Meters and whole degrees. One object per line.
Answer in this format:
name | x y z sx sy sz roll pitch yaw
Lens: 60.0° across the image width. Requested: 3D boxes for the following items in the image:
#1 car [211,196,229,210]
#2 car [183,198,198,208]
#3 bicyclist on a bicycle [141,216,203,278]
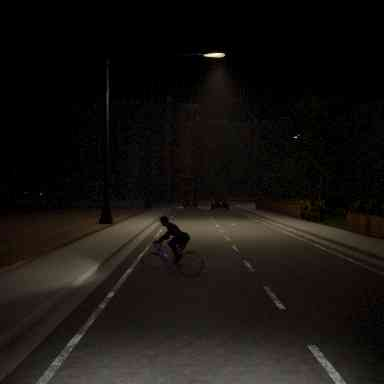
car | 3.529 1.352 42.639 2.097 1.767 4.553 0 0 0
car | -0.248 1.593 47.105 1.994 1.385 4.181 0 -1 -3
bicyclist on a bicycle | -0.539 1.455 8.719 1.656 1.620 0.582 -2 0 0
